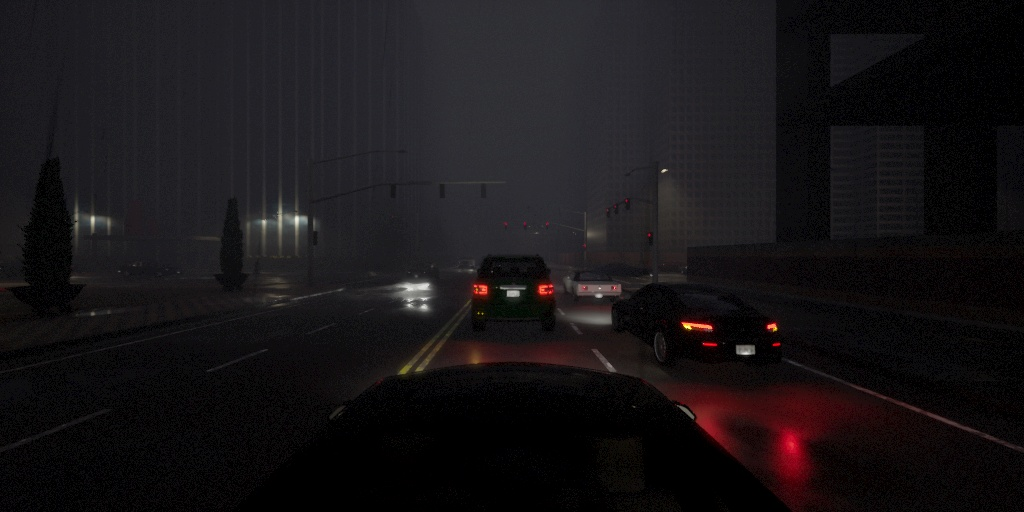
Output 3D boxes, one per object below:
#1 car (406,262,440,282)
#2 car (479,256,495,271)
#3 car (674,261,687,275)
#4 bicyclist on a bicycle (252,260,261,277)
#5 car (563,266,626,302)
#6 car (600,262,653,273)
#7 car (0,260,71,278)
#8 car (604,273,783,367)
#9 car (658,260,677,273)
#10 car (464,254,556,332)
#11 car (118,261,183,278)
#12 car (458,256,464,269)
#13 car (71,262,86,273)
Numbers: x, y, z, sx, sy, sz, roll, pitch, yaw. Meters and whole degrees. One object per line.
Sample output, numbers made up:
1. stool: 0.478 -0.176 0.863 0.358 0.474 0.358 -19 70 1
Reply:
1. car: -7.080 1.241 28.961 2.128 1.511 4.902 0 0 0
2. car: -3.472 0.971 50.842 2.150 2.045 5.566 0 0 -2
3. car: 19.879 1.351 37.210 4.718 1.301 1.895 0 0 1
4. bicyclist on a bicycle: -24.643 1.203 34.599 0.582 1.620 1.656 0 0 -13
5. car: 3.594 1.351 16.975 1.895 1.301 4.718 0 0 0
6. car: 9.986 1.297 33.506 5.357 1.411 2.033 0 0 4
7. car: -44.141 1.314 33.028 4.181 1.385 1.994 0 0 0
8. car: 3.589 1.276 7.814 1.812 1.442 4.674 0 0 0
9. car: 17.810 1.228 40.723 5.008 1.535 1.882 0 0 0
10. car: 0.058 0.971 11.057 2.150 2.045 5.566 0 0 1
11. car: -33.235 1.242 33.071 4.902 1.511 2.128 0 0 0
12. car: -7.051 0.973 56.239 2.150 2.045 5.566 0 0 0
13. car: -50.686 1.276 40.125 4.674 1.442 1.812 0 0 0
